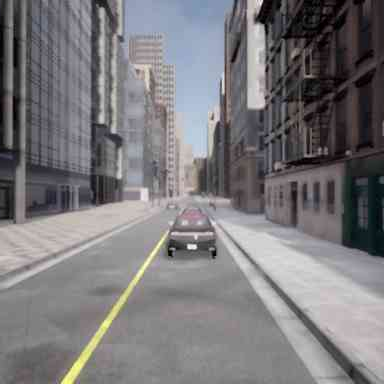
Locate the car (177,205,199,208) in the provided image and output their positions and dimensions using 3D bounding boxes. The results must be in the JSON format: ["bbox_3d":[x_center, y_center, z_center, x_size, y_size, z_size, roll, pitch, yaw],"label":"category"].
[{"bbox_3d":[0.027,1.867,28.482,1.994,1.385,4.181,0,-1,0],"label":"car"}]

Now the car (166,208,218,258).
[{"bbox_3d":[0.021,1.636,13.499,2.128,1.511,4.902,0,0,0],"label":"car"}]

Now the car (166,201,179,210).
[{"bbox_3d":[-3.010,2.092,52.160,1.812,1.442,4.674,0,-1,1],"label":"car"}]
